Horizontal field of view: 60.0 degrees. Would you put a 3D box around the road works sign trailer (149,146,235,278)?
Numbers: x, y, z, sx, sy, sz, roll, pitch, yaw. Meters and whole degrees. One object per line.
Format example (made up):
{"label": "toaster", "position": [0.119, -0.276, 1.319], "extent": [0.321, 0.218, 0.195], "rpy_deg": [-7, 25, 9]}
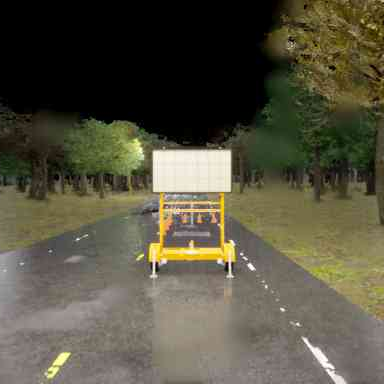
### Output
{"label": "road works sign trailer", "position": [-0.001, 0.434, 10.069], "extent": [2.380, 3.560, 2.880], "rpy_deg": [0, 0, 0]}

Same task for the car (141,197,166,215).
{"label": "car", "position": [-3.501, 1.265, 30.828], "extent": [1.837, 1.490, 4.892], "rpy_deg": [0, 1, 0]}
